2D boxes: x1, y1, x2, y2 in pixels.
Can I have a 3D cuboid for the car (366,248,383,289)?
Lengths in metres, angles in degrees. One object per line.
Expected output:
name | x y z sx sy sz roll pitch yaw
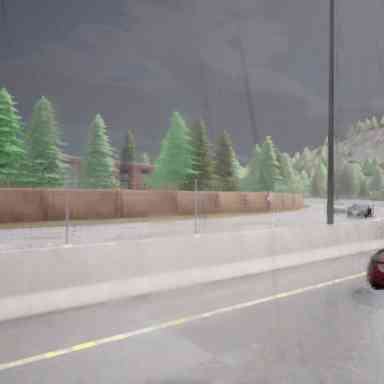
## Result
car | 6.157 1.679 8.298 4.181 1.385 1.994 1 0 -38
